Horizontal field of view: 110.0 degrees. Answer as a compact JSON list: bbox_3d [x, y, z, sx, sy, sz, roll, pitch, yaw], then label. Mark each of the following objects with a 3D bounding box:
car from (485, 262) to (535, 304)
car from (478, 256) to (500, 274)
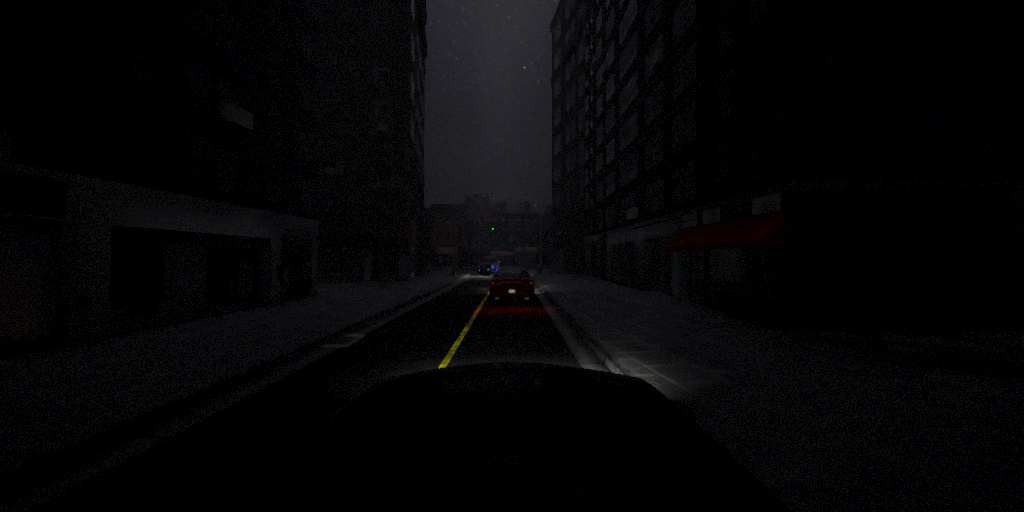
[{"bbox_3d":[0.000,1.234,16.500,1.882,1.535,5.008,0,0,0],"label":"car"},{"bbox_3d":[-2.500,1.074,40.471,2.150,2.045,5.566,0,0,0],"label":"car"}]
